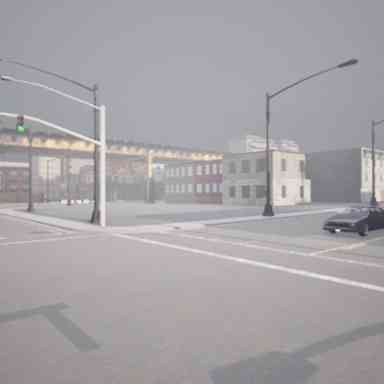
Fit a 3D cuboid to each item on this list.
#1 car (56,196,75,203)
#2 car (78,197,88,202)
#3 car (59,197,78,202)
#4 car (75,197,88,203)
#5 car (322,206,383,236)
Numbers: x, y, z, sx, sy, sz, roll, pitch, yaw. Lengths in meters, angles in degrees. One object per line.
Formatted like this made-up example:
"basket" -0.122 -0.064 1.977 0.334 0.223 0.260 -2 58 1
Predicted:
"car" -31.936 1.986 86.004 4.974 1.542 2.038 0 0 21
"car" -28.223 1.816 86.335 1.853 1.218 4.536 0 0 -9
"car" -31.985 1.829 86.024 4.536 1.218 1.853 0 0 21
"car" -28.215 1.973 86.283 2.038 1.542 4.974 0 0 -9
"car" 9.303 1.484 18.204 5.357 1.411 2.033 -1 0 -39
